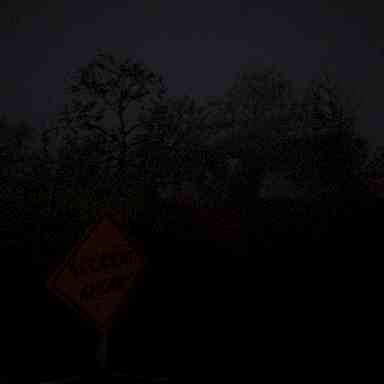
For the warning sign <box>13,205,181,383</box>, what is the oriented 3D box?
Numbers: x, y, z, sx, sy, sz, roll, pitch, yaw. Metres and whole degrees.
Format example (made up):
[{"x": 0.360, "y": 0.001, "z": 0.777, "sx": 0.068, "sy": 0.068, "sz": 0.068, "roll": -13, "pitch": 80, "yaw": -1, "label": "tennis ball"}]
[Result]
[{"x": -0.944, "y": 1.102, "z": 3.495, "sx": 1.060, "sy": 1.860, "sz": 1.300, "roll": 1, "pitch": 0, "yaw": 35, "label": "warning sign"}]
